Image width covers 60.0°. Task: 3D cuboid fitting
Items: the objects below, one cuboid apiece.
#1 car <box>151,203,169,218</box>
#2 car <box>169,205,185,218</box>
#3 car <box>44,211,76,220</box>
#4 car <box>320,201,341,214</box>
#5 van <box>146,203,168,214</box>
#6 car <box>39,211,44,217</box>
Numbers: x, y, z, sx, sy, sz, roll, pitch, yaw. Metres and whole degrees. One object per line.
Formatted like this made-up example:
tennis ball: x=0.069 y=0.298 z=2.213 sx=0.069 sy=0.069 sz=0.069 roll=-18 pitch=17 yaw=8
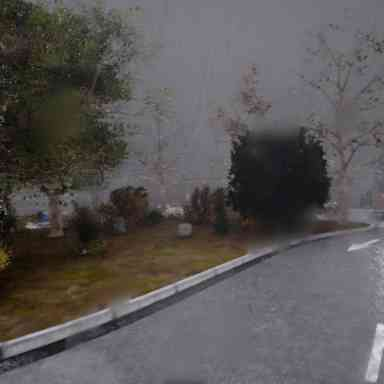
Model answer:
car: x=-2.268 y=2.566 z=41.827 sx=1.946 sy=1.575 sz=5.366 roll=-3 pitch=-2 yaw=35
car: x=-0.079 y=2.445 z=40.318 sx=1.946 sy=1.575 sz=5.366 roll=-3 pitch=-2 yaw=35
car: x=-21.534 y=3.953 z=55.367 sx=2.002 sy=1.452 sz=4.674 roll=-5 pitch=-3 yaw=35
car: x=17.926 y=1.897 z=43.036 sx=2.185 sy=1.767 sz=4.553 roll=-2 pitch=-2 yaw=34
van: x=-4.402 y=2.479 z=43.667 sx=1.878 sy=1.987 sz=4.442 roll=-3 pitch=-2 yaw=35
car: x=-24.173 y=3.992 z=57.133 sx=2.185 sy=1.767 sz=4.553 roll=-4 pitch=-3 yaw=35
